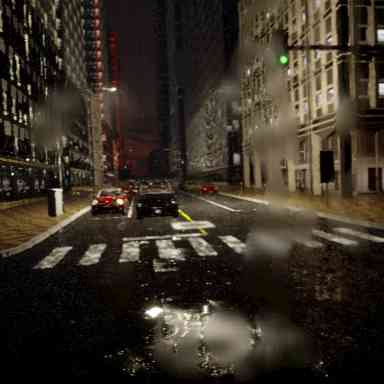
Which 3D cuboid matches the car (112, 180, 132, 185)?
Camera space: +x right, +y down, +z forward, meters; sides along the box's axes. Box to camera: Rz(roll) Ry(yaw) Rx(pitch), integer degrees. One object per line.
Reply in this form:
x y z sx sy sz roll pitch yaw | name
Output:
-6.821 -0.140 31.656 2.192 1.841 5.009 -2 3 -9 | car

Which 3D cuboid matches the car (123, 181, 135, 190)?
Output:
-11.155 -1.214 59.173 1.887 1.381 4.507 -2 3 -9 | car

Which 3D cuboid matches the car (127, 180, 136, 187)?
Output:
-13.758 -1.990 75.677 2.008 1.369 4.403 -2 3 -9 | car

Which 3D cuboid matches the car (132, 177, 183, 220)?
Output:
-2.090 0.367 18.786 2.150 2.045 5.566 -3 5 -9 | car

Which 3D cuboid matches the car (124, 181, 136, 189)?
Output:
-12.023 -1.469 64.674 2.008 1.369 4.403 -2 3 -9 | car

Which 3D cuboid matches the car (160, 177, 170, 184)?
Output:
-7.239 -3.140 88.036 2.192 1.841 5.009 -2 3 -9 | car

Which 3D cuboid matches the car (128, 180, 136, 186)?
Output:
-14.626 -2.235 81.178 1.947 1.339 4.313 -2 3 -9 | car

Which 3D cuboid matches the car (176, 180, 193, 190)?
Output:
-1.159 -1.066 49.526 1.947 1.339 4.313 -2 3 -9 | car

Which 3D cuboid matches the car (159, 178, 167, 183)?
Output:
-8.102 -3.150 93.551 1.947 1.339 4.313 -2 3 -9 | car

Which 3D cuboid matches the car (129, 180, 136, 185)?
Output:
-15.493 -2.516 86.679 1.887 1.381 4.507 -2 3 -9 | car

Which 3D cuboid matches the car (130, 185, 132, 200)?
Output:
-5.949 0.387 26.169 1.802 1.307 4.206 -2 3 -9 | car

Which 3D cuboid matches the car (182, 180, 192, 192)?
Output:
-0.318 -0.853 44.189 1.752 1.417 4.829 -2 3 -9 | car

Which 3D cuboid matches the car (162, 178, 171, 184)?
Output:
-6.367 -2.651 82.544 1.887 1.381 4.507 -2 3 -9 | car

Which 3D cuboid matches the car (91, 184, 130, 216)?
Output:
-5.084 0.506 20.660 1.967 1.590 4.097 -2 3 -9 | car

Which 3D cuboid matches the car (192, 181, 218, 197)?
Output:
1.445 -0.267 33.017 1.802 1.307 4.206 -2 3 -9 | car

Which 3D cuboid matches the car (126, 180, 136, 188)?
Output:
-12.891 -1.735 70.175 1.887 1.381 4.507 -2 3 -9 | car
